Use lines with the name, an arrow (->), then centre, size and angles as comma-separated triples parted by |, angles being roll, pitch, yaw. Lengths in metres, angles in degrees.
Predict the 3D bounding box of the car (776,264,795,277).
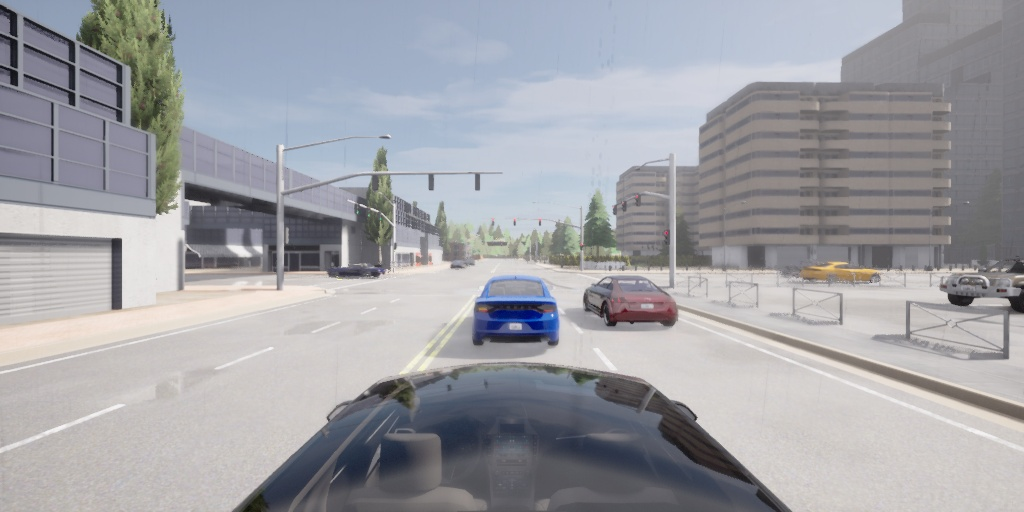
car -> 27.466, 1.237, 33.608 | 4.902, 1.511, 2.128 | 0, 0, -1

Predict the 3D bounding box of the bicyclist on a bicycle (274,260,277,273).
bicyclist on a bicycle -> -25.839, 1.049, 39.677 | 0.582, 1.620, 1.656 | 0, 0, -1

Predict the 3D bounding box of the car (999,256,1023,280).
car -> 50.043, 1.096, 33.979 | 4.553, 1.767, 2.097 | 0, 0, -1

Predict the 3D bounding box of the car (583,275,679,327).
car -> 3.603, 1.313, 11.593 | 1.994, 1.385, 4.181 | 0, 0, 0

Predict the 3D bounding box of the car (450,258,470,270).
car -> -7.918, 1.291, 52.993 | 2.033, 1.411, 5.357 | 0, 0, -1

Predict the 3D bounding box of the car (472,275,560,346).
car -> 0.095, 1.227, 9.461 | 1.882, 1.535, 5.008 | 0, 0, 0

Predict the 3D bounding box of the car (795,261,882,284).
car -> 24.206, 1.224, 26.375 | 5.008, 1.535, 1.882 | 0, 0, -1

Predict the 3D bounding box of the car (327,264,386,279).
car -> -13.948, 1.347, 32.183 | 4.718, 1.301, 1.895 | 0, 0, 1
